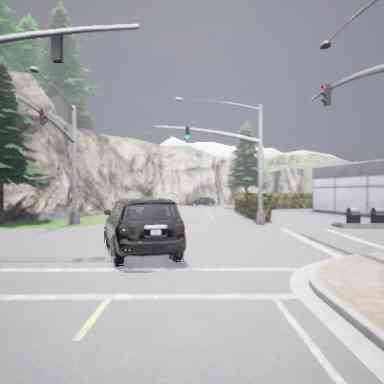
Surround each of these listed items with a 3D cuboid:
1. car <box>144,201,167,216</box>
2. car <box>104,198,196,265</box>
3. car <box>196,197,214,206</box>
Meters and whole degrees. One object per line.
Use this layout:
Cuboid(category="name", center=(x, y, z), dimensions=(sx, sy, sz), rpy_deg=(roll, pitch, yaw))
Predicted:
Cuboid(category="car", center=(-3.628, 1.592, 34.048), dimensions=(1.895, 1.301, 4.718), rpy_deg=(0, 0, 0))
Cuboid(category="car", center=(-1.871, 1.221, 11.964), dimensions=(2.150, 2.045, 5.566), rpy_deg=(0, 0, -18))
Cuboid(category="car", center=(1.138, 1.492, 51.401), dimensions=(4.892, 1.490, 1.837), rpy_deg=(0, -2, -31))
